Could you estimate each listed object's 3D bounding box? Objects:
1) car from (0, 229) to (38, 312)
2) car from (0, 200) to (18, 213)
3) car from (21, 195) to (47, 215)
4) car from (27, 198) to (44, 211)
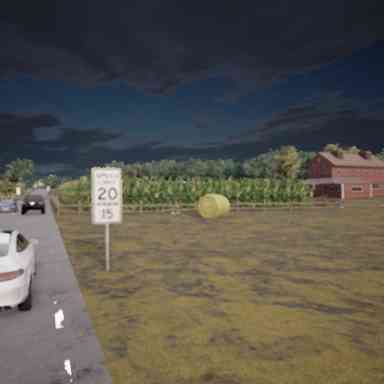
[{"bbox_3d":[-4.435,1.539,7.206,1.812,1.442,4.674,0,0,-24],"label":"car"},{"bbox_3d":[-21.122,1.621,38.225,1.812,1.442,4.674,0,0,-24],"label":"car"},{"bbox_3d":[-16.793,1.290,35.337,2.150,2.045,5.566,0,0,-23],"label":"car"},{"bbox_3d":[-20.993,1.625,44.751,2.033,1.411,5.357,0,0,-24],"label":"car"}]
